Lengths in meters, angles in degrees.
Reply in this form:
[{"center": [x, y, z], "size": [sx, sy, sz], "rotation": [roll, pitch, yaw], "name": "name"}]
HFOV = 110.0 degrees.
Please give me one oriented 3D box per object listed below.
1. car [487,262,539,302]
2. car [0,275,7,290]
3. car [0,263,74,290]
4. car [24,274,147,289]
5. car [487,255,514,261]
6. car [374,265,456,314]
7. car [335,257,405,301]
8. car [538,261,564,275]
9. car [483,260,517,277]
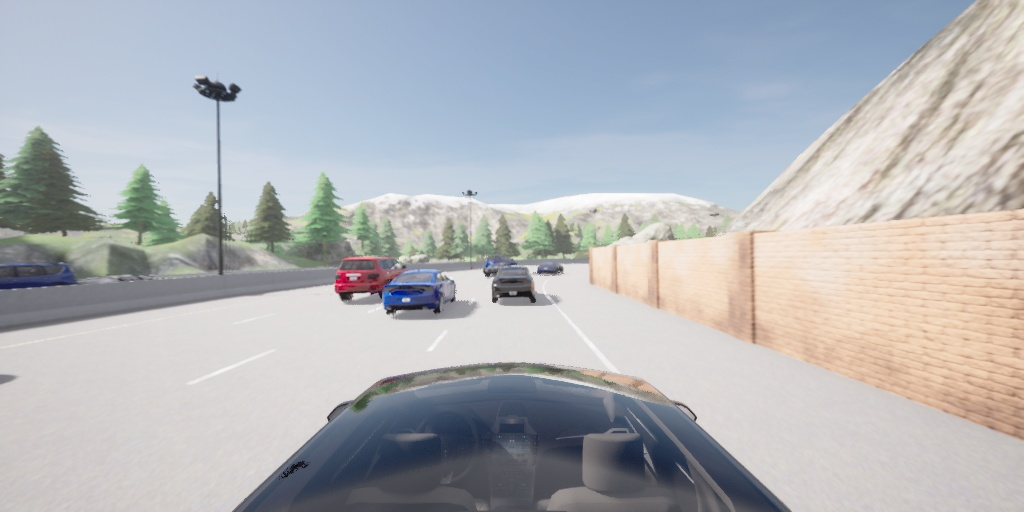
[{"center": [0.115, 1.231, 16.845], "size": [1.837, 1.490, 4.892], "rotation": [-2, 0, 2], "name": "car"}, {"center": [-10.420, 1.283, 4.337], "size": [2.097, 1.767, 4.553], "rotation": [-1, 0, 0], "name": "car"}, {"center": [-24.518, 1.385, 16.994], "size": [2.150, 2.045, 5.566], "rotation": [-1, 0, 2], "name": "car"}, {"center": [-20.955, 1.698, 18.585], "size": [1.895, 1.301, 4.718], "rotation": [-1, 0, 2], "name": "car"}, {"center": [-1.208, 0.932, 44.058], "size": [2.150, 2.045, 5.566], "rotation": [-2, 0, 25], "name": "car"}, {"center": [-3.432, 1.270, 14.096], "size": [1.882, 1.535, 5.008], "rotation": [-1, 0, 0], "name": "car"}, {"center": [-6.863, 1.070, 18.389], "size": [2.150, 2.045, 5.566], "rotation": [-1, 0, 2], "name": "car"}, {"center": [4.099, 1.189, 37.566], "size": [1.994, 1.385, 4.181], "rotation": [-1, 0, 21], "name": "car"}, {"center": [-1.069, 1.322, 34.218], "size": [1.895, 1.301, 4.718], "rotation": [-1, 0, 17], "name": "car"}]
